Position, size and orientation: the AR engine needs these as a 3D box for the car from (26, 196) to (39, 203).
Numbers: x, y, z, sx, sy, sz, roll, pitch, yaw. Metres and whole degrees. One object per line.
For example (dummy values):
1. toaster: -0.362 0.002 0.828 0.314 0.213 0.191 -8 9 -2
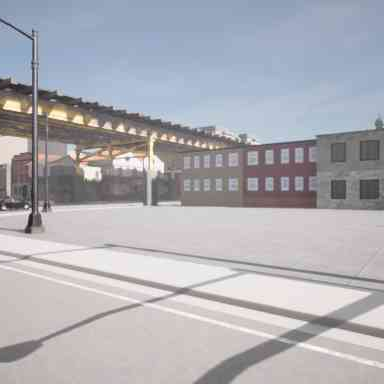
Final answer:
1. car: -28.348 1.295 59.145 1.853 1.218 4.536 0 0 -24

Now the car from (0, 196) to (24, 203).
1. car: -31.899 1.295 57.865 4.536 1.218 1.853 0 0 6

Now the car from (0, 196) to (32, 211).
1. car: -21.707 1.491 39.867 2.128 1.511 4.902 0 0 24

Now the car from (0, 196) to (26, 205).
1. car: -31.847 1.453 57.860 4.974 1.542 2.038 0 0 6
